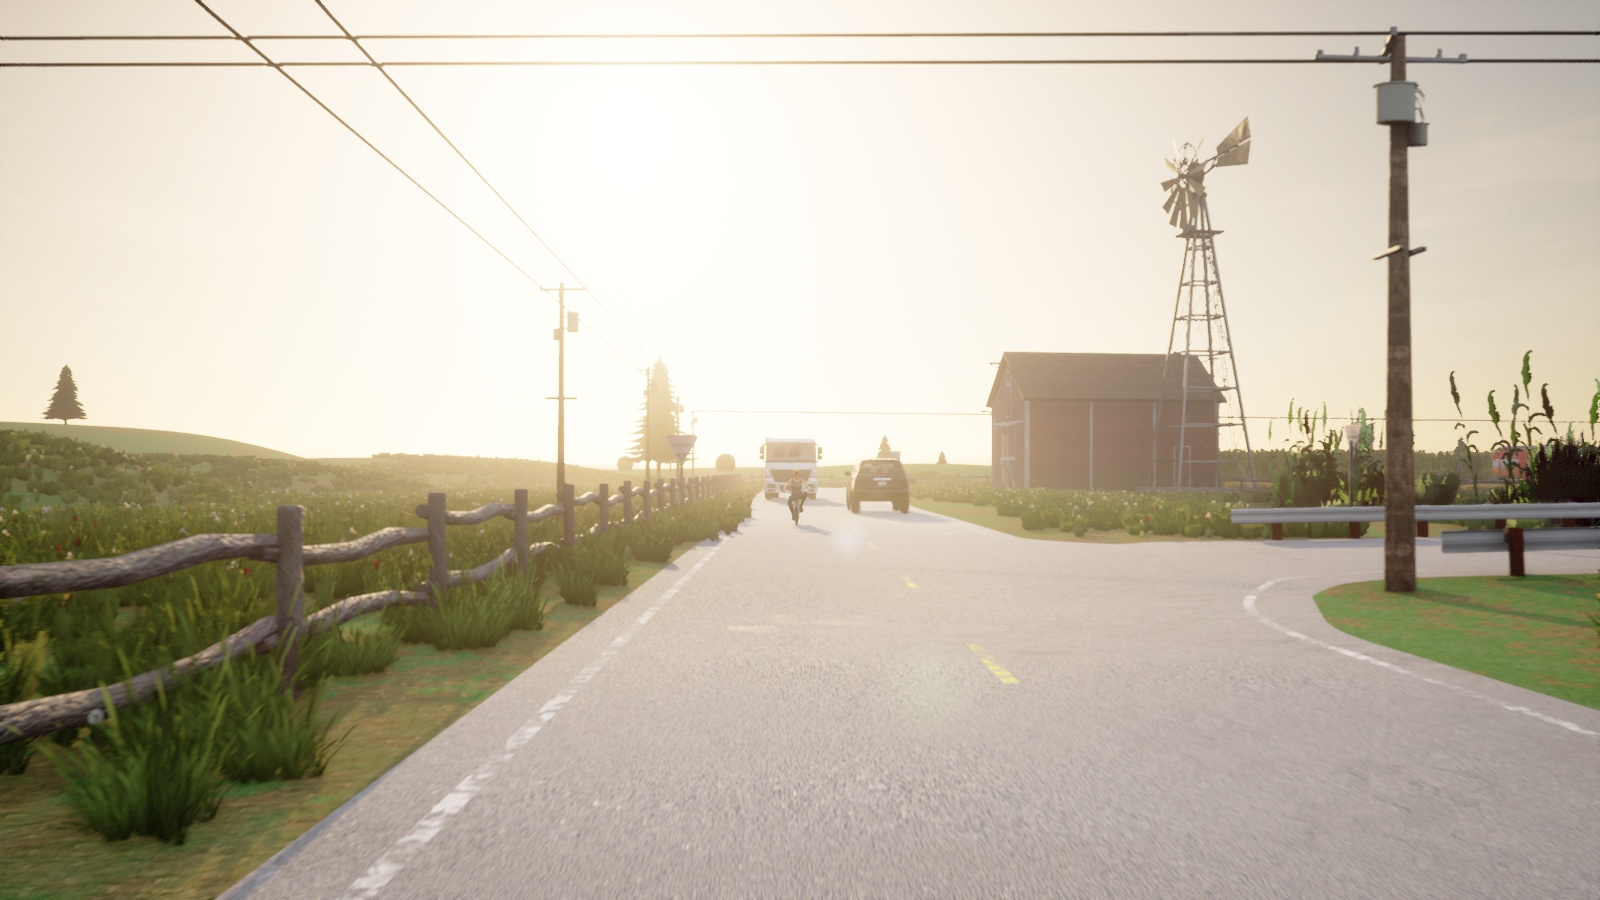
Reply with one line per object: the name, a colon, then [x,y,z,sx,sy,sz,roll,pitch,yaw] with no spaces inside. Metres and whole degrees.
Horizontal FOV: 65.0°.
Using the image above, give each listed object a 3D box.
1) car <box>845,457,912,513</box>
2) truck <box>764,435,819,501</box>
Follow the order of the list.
car: [2.978,1.335,48.663,2.150,2.045,5.566,0,-1,-1]
truck: [-0.514,1.017,70.704,2.891,3.462,7.936,0,-1,-1]
